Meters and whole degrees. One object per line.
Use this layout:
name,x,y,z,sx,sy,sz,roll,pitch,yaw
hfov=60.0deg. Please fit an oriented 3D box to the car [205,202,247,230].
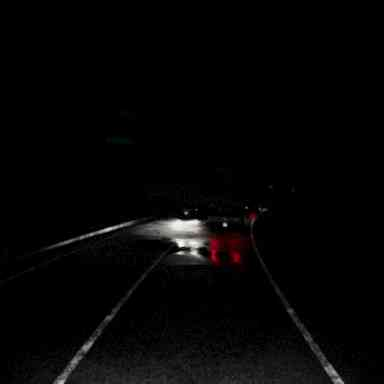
car,2.197,1.507,20.285,1.895,1.301,4.718,1,0,10

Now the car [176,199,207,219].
car,0.127,1.310,27.232,2.128,1.511,4.902,1,0,14

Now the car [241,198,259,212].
car,6.348,1.405,37.031,1.812,1.442,4.674,2,2,16
